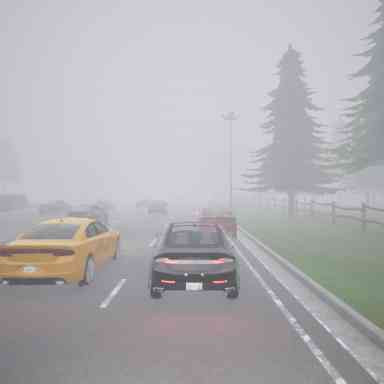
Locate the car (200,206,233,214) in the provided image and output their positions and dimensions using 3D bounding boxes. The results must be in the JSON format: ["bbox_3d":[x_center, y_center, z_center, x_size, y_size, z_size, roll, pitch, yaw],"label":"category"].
[{"bbox_3d":[1.240,1.478,17.780,1.882,1.535,5.008,0,0,0],"label":"car"}]

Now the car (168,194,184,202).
[{"bbox_3d":[-3.434,1.540,73.038,2.033,1.411,5.357,0,0,0],"label":"car"}]

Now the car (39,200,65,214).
[{"bbox_3d":[-13.884,1.525,33.856,1.812,1.442,4.674,0,0,0],"label":"car"}]

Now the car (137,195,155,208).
[{"bbox_3d":[-6.872,1.525,48.190,1.812,1.442,4.674,0,0,0],"label":"car"}]

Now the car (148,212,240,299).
[{"bbox_3d":[0.059,1.492,8.439,2.128,1.511,4.902,0,0,0],"label":"car"}]

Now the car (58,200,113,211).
[{"bbox_3d":[-6.894,1.526,22.053,1.812,1.442,4.674,0,0,0],"label":"car"}]

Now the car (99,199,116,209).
[{"bbox_3d":[-10.366,1.564,39.362,1.994,1.385,4.181,0,0,0],"label":"car"}]

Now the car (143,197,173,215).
[{"bbox_3d":[-3.372,1.547,34.207,2.033,1.411,5.357,0,0,0],"label":"car"}]

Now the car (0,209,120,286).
[{"bbox_3d":[-3.393,1.477,9.456,1.882,1.535,5.008,0,0,0],"label":"car"}]
